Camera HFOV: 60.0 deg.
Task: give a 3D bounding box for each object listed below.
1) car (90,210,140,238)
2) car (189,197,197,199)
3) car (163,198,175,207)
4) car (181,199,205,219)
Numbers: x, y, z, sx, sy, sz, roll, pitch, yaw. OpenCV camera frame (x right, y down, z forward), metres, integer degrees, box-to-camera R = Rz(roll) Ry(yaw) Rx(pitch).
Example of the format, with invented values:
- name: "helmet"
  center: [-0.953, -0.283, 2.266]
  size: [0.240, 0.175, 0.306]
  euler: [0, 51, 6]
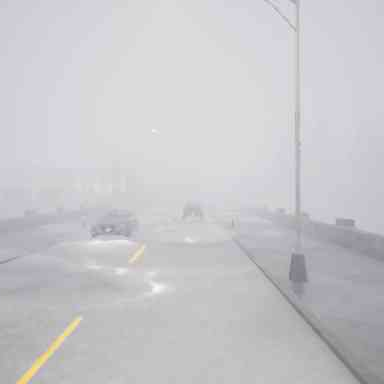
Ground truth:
- name: "car"
  center: [-4.090, 1.665, 18.174]
  size: [1.994, 1.385, 4.181]
  euler: [0, 0, 0]
- name: "car"
  center: [0.096, 1.684, 59.805]
  size: [2.097, 1.767, 4.553]
  euler: [0, 0, 0]
- name: "car"
  center: [-4.029, 1.826, 59.204]
  size: [2.128, 1.511, 4.902]
  euler: [0, 0, 1]
- name: "car"
  center: [0.096, 1.678, 31.029]
  size: [1.837, 1.490, 4.892]
  euler: [0, 0, 0]
